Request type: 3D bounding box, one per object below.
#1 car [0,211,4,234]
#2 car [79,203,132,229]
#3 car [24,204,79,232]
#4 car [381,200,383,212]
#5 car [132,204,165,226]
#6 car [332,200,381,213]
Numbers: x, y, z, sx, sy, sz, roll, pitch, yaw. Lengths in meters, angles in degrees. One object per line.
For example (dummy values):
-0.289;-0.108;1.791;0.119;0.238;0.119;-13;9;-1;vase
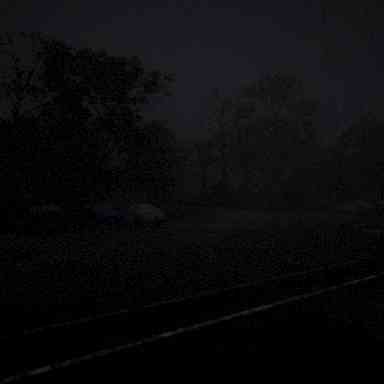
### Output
-11.554;1.496;18.297;2.002;1.452;4.674;1;0;-35;car
-6.225;1.504;22.104;2.097;1.535;5.008;1;0;-35;car
-8.884;1.481;20.196;2.231;1.521;4.892;1;0;-35;car
24.074;1.801;43.689;2.097;1.535;5.008;1;0;-35;car
-3.656;1.567;23.924;2.002;1.452;4.674;1;0;-35;car
19.546;1.740;40.449;2.097;1.535;5.008;1;0;-35;car
